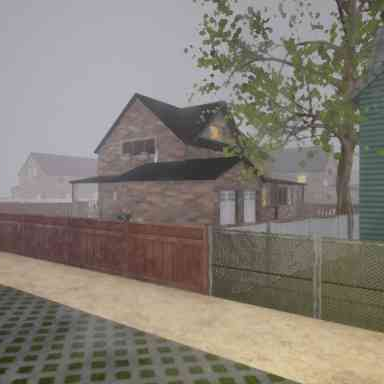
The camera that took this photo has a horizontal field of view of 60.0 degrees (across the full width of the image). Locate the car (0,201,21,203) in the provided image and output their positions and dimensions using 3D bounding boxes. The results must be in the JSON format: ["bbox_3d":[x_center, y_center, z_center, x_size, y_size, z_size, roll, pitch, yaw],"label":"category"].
[{"bbox_3d":[-17.573,1.610,31.075,1.837,1.490,4.892,0,0,35],"label":"car"}]
